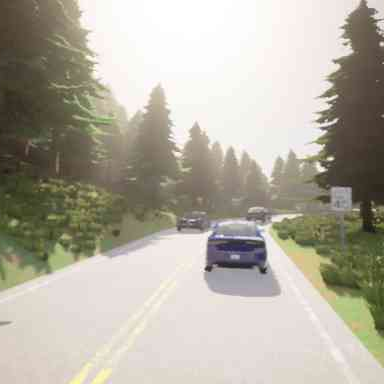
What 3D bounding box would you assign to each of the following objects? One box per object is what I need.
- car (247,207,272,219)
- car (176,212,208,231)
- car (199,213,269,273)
[{"bbox_3d":[6.706,2.272,33.119,1.837,1.490,4.892,-2,-2,24],"label":"car"},{"bbox_3d":[0.205,2.157,24.555,1.895,1.301,4.718,0,-2,12],"label":"car"},{"bbox_3d":[1.572,1.736,11.815,1.882,1.535,5.008,0,-1,8],"label":"car"}]
